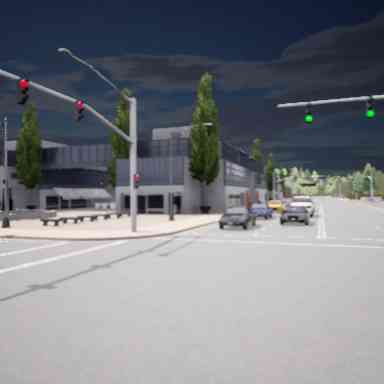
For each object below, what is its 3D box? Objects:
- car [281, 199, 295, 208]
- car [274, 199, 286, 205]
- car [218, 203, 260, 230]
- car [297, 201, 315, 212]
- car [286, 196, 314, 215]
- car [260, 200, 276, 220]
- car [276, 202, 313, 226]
[{"bbox_3d":[16.295,1.969,56.510,1.812,1.442,4.674,-1,-1,21],"label":"car"},{"bbox_3d":[10.443,1.794,41.669,1.882,1.535,5.008,-1,0,21],"label":"car"},{"bbox_3d":[3.247,1.726,23.138,1.812,1.442,4.674,-1,-1,21],"label":"car"},{"bbox_3d":[14.878,1.855,43.389,1.994,1.385,4.181,-1,-1,21],"label":"car"},{"bbox_3d":[11.269,1.455,34.115,2.150,2.045,5.566,-1,-1,22],"label":"car"},{"bbox_3d":[6.418,1.777,31.288,1.812,1.442,4.674,-1,-1,21],"label":"car"},{"bbox_3d":[7.881,1.743,25.387,1.994,1.385,4.181,-1,-1,21],"label":"car"}]
